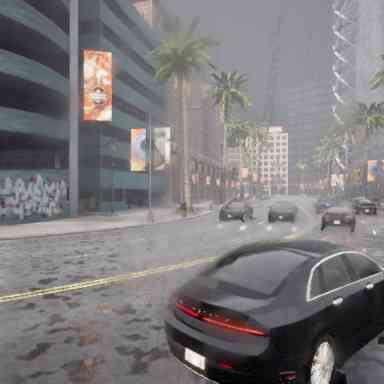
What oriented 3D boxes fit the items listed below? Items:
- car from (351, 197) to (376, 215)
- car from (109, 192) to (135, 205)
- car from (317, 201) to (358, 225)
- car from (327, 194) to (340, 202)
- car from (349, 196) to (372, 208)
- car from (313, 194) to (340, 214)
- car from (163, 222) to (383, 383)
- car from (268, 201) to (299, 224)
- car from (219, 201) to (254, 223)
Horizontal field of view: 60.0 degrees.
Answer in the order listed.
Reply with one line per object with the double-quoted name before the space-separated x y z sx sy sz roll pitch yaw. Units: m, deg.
"car" 17.218 1.492 33.669 1.837 1.490 4.892 0 0 17
"car" -10.836 0.982 51.444 2.435 2.045 5.566 0 0 16
"car" 9.078 1.516 20.649 1.812 1.442 4.674 0 0 25
"car" 32.877 1.318 77.300 2.185 1.767 4.553 0 0 16
"car" 24.785 1.461 49.062 2.231 1.521 4.892 0 0 16
"car" 13.822 1.335 34.522 2.097 1.767 4.553 0 0 17
"car" 1.808 1.504 5.172 4.892 1.490 1.837 0 1 -43
"car" 6.903 1.463 24.841 1.882 1.535 5.008 0 0 21
"car" 3.545 1.460 25.814 1.882 1.535 5.008 0 0 21
